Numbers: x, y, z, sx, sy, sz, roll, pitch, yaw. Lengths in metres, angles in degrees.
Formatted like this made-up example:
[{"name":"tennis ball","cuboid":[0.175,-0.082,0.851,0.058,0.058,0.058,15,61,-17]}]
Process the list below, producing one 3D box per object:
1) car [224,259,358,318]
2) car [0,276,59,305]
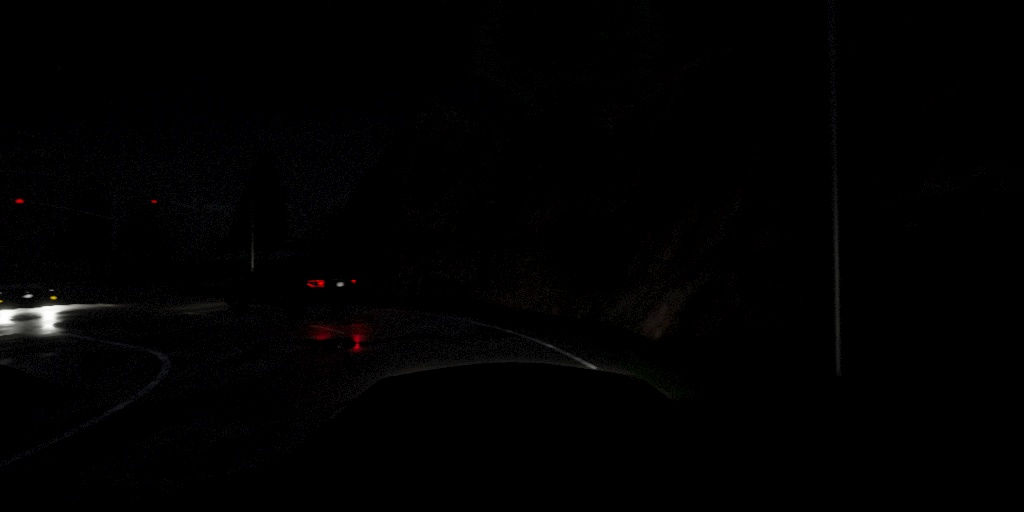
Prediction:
[{"name":"car","cuboid":[-8.656,1.139,14.038,5.566,2.045,2.150,0,0,24]},{"name":"car","cuboid":[-23.127,1.617,16.602,4.181,1.385,1.994,-1,-1,24]}]
